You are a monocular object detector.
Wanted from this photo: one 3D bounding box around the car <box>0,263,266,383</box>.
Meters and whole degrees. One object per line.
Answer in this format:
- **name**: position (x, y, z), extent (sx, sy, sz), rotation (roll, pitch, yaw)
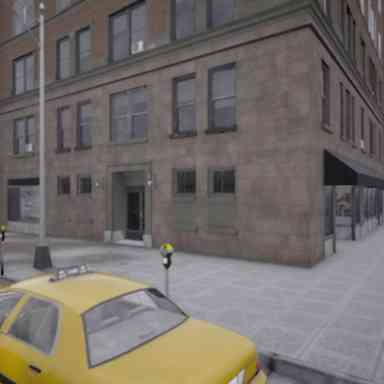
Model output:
- **car**: position (-1.592, 1.538, 3.951), extent (4.829, 1.417, 1.752), rotation (0, 0, 36)
